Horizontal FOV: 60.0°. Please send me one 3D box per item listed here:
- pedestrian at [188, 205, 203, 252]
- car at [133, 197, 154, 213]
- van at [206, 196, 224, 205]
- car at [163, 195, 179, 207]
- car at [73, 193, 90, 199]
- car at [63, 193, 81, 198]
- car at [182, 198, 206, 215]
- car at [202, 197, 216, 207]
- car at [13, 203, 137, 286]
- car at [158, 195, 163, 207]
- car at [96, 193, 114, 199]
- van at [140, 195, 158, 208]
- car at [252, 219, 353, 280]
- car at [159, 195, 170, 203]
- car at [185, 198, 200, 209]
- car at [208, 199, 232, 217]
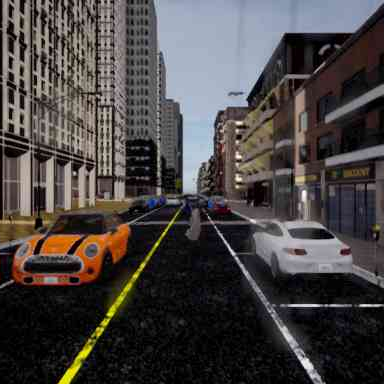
[{"bbox_3d":[0.131,1.290,12.530,0.375,1.860,0.375,0,0,-2],"label":"pedestrian"},{"bbox_3d":[-5.696,1.560,36.472,1.947,1.339,4.313,0,0,0],"label":"car"},{"bbox_3d":[2.684,1.335,36.473,1.690,1.788,3.998,0,0,0],"label":"van"},{"bbox_3d":[-3.095,1.523,52.852,1.812,1.442,4.674,0,0,0],"label":"car"},{"bbox_3d":[-26.720,1.114,81.128,4.206,1.307,1.802,1,-1,0],"label":"car"},{"bbox_3d":[-32.376,0.996,89.495,4.206,1.307,1.802,1,-1,0],"label":"car"},{"bbox_3d":[0.070,1.346,34.209,2.097,1.767,4.553,0,0,0],"label":"car"},{"bbox_3d":[2.682,1.548,53.419,2.008,1.369,4.403,0,0,0],"label":"car"},{"bbox_3d":[-3.101,1.349,9.555,2.097,1.767,4.553,0,0,0],"label":"car"},{"bbox_3d":[-5.698,1.547,47.770,2.008,1.369,4.403,0,0,0],"label":"car"},{"bbox_3d":[-21.143,1.079,81.144,4.097,1.590,1.967,1,-1,0],"label":"car"},{"bbox_3d":[-5.697,1.336,42.121,1.690,1.788,3.998,0,0,0],"label":"van"},{"bbox_3d":[2.998,1.523,9.795,1.812,1.442,4.674,0,0,0],"label":"car"},{"bbox_3d":[-5.701,1.445,70.364,1.967,1.590,4.097,0,0,0],"label":"car"},{"bbox_3d":[0.048,1.560,45.973,1.994,1.385,4.181,0,0,1],"label":"car"},{"bbox_3d":[2.685,1.576,30.825,1.802,1.307,4.206,0,0,0],"label":"car"}]
